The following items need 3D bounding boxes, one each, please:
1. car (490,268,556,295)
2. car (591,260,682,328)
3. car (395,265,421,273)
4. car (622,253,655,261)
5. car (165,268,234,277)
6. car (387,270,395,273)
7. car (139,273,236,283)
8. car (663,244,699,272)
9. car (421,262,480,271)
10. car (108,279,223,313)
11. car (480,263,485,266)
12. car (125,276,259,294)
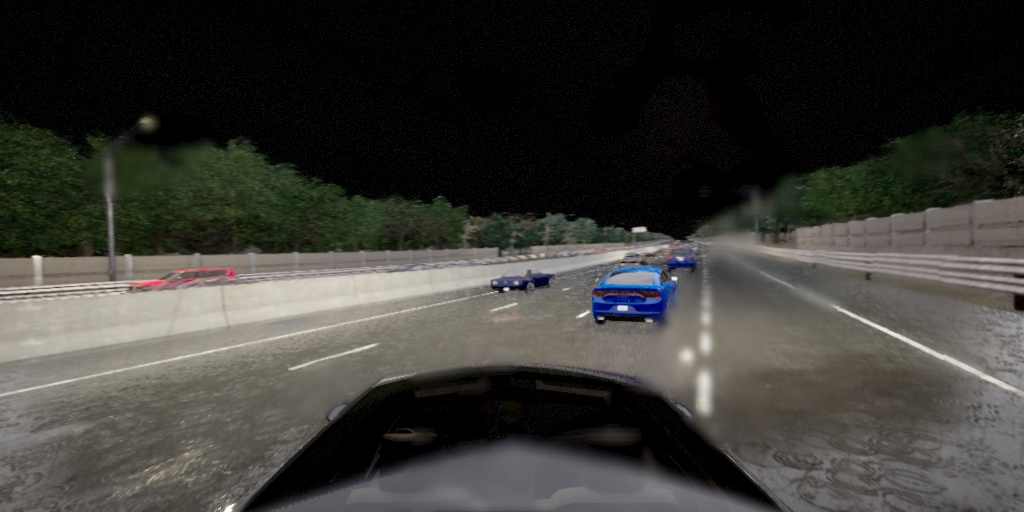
[{"bbox_3d":[0.769,1.330,19.850,1.895,1.301,4.718,-2,0,28],"label":"car"},{"bbox_3d":[3.868,1.071,10.906,1.882,1.535,5.008,-2,0,29],"label":"car"},{"bbox_3d":[-9.541,1.675,37.685,1.812,1.442,4.674,-2,0,29],"label":"car"},{"bbox_3d":[10.291,0.791,30.134,2.128,1.511,4.902,-2,0,28],"label":"car"},{"bbox_3d":[-21.238,1.876,23.509,2.150,2.045,5.566,-2,0,29],"label":"car"},{"bbox_3d":[-11.854,1.788,40.708,2.033,1.411,5.357,-2,0,29],"label":"car"},{"bbox_3d":[-15.921,1.918,18.635,2.128,1.511,4.902,-2,0,29],"label":"car"},{"bbox_3d":[14.896,0.303,31.332,2.150,2.045,5.566,-2,1,28],"label":"car"},{"bbox_3d":[-5.193,1.456,31.064,1.882,1.535,5.008,-2,0,29],"label":"car"},{"bbox_3d":[-19.136,2.126,20.040,1.994,1.385,4.181,-2,0,29],"label":"car"},{"bbox_3d":[-4.651,1.414,39.330,2.128,1.511,4.902,-2,0,29],"label":"car"},{"bbox_3d":[-13.500,1.849,15.773,1.812,1.442,4.674,-2,0,29],"label":"car"}]
